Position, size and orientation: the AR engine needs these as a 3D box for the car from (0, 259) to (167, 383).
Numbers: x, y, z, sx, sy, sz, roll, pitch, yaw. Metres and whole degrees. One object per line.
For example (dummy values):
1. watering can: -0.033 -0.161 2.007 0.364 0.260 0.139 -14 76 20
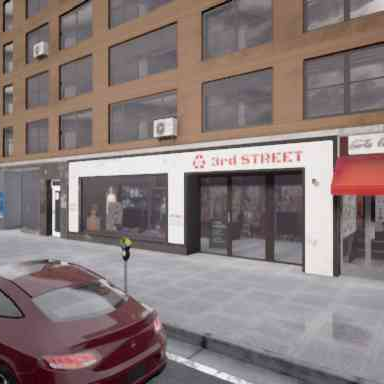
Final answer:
1. car: -2.216 1.580 4.395 4.206 1.307 1.802 0 0 36
